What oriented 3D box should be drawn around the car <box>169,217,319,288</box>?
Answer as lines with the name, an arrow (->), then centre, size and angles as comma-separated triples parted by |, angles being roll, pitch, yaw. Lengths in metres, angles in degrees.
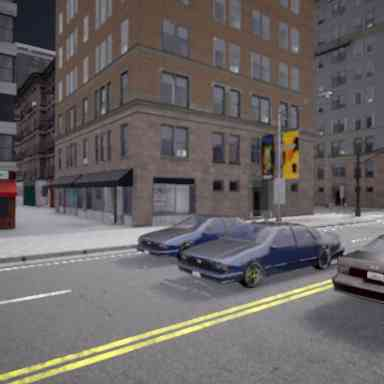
car -> 2.225, 1.561, 9.470 | 5.357, 1.411, 2.033 | 0, 0, -37

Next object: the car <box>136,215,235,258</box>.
car -> 0.656, 1.563, 12.360 | 5.357, 1.411, 2.033 | 0, 0, -37

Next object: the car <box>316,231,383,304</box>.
car -> 5.299, 1.562, 7.478 | 5.357, 1.411, 2.033 | 0, 0, -37
